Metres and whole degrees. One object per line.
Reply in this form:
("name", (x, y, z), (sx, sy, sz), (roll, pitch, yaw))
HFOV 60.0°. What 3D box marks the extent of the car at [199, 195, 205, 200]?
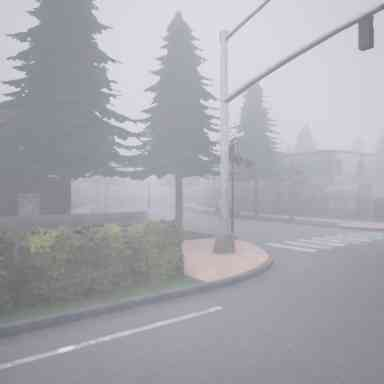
("car", (3.975, 1.516, 90.206), (1.895, 1.301, 4.718), (0, 0, 36))
